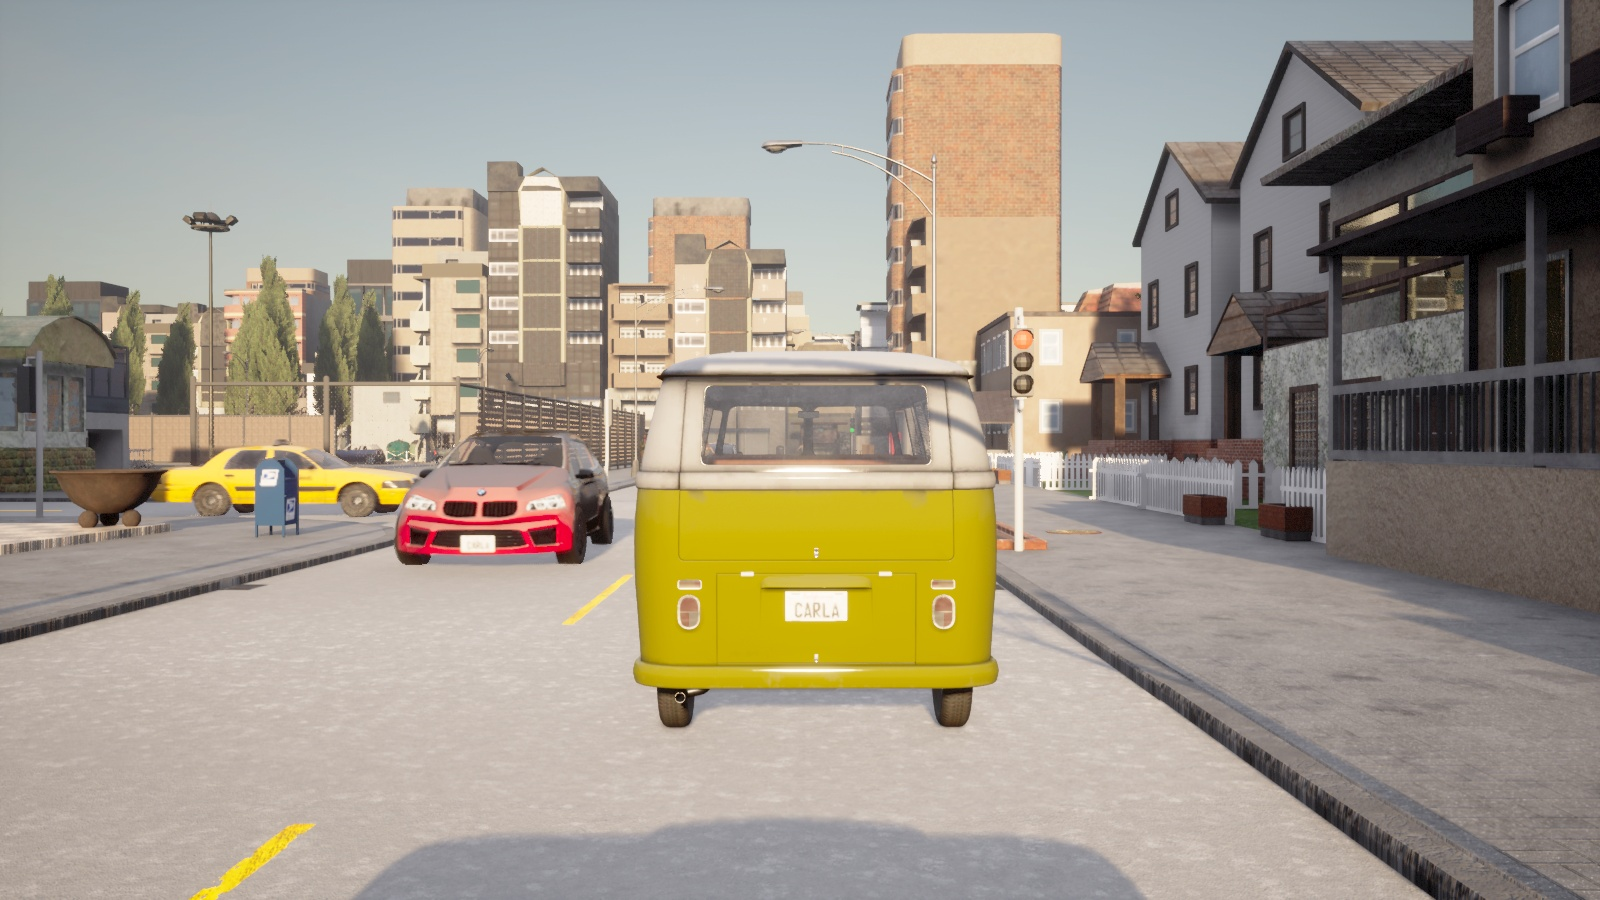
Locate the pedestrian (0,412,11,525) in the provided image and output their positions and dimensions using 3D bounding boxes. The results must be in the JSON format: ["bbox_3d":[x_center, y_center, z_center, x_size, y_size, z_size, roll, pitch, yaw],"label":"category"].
[{"bbox_3d":[-14.222,0.317,21.811,0.788,1.949,0.423,0,0,-16],"label":"pedestrian"}]

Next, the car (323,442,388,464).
[{"bbox_3d":[-30.965,0.193,87.498,3.806,1.475,1.970,0,0,0],"label":"car"}]

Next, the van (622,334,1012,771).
[{"bbox_3d":[0.070,0.454,7.932,1.775,1.987,4.442,0,0,0],"label":"van"}]

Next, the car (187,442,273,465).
[{"bbox_3d":[-37.880,0.249,83.575,4.892,1.490,1.837,0,0,0],"label":"car"}]

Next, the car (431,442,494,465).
[{"bbox_3d":[-22.380,0.236,83.458,3.705,1.549,1.789,0,0,0],"label":"car"}]

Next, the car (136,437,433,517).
[{"bbox_3d":[-10.486,0.531,25.816,5.366,1.575,1.801,0,0,1],"label":"car"}]

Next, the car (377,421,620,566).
[{"bbox_3d":[-3.803,0.493,16.791,2.242,1.667,4.611,0,0,-1],"label":"car"}]
